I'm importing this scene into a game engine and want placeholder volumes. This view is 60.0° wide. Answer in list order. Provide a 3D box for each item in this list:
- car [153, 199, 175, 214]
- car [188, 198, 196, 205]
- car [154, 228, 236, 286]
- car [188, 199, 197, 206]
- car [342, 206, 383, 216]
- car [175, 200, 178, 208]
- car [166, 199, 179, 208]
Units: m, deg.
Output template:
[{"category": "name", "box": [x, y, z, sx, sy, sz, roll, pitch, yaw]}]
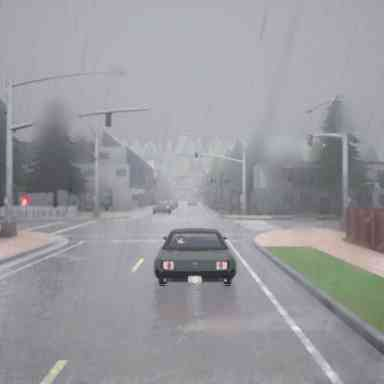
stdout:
[{"category": "car", "box": [-3.582, 1.777, 40.848, 2.097, 1.767, 4.553, 0, -1, 0]}, {"category": "car", "box": [0.033, 2.312, 80.326, 1.882, 1.535, 5.008, 0, -1, 0]}, {"category": "car", "box": [0.085, 1.703, 9.710, 1.895, 1.301, 4.718, 0, -1, 0]}, {"category": "car", "box": [0.031, 2.325, 70.289, 1.895, 1.301, 4.718, 0, -1, 0]}, {"category": "car", "box": [15.310, 1.875, 28.121, 4.718, 1.301, 1.895, 0, -1, -8]}, {"category": "car", "box": [-3.574, 2.056, 51.080, 1.812, 1.442, 4.674, 0, -1, 0]}, {"category": "car", "box": [-3.534, 2.129, 61.414, 2.128, 1.511, 4.902, 0, -1, 0]}]
